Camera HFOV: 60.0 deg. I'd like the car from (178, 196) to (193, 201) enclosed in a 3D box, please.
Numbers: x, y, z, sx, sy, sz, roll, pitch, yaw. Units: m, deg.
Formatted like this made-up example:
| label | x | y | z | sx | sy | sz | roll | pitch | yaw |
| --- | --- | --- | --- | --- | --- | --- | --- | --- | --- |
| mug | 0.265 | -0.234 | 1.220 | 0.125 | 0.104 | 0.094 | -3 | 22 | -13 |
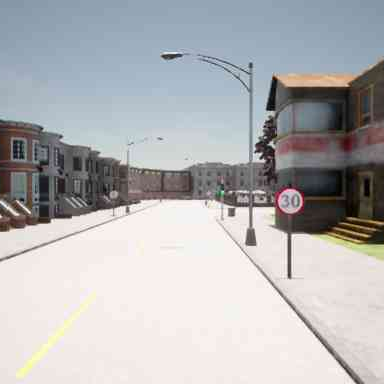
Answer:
| label | x | y | z | sx | sy | sz | roll | pitch | yaw |
| --- | --- | --- | --- | --- | --- | --- | --- | --- | --- |
| car | -1.671 | 1.741 | 85.974 | 1.812 | 1.442 | 4.674 | 0 | 0 | 36 |
